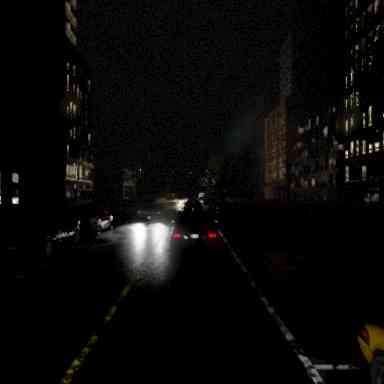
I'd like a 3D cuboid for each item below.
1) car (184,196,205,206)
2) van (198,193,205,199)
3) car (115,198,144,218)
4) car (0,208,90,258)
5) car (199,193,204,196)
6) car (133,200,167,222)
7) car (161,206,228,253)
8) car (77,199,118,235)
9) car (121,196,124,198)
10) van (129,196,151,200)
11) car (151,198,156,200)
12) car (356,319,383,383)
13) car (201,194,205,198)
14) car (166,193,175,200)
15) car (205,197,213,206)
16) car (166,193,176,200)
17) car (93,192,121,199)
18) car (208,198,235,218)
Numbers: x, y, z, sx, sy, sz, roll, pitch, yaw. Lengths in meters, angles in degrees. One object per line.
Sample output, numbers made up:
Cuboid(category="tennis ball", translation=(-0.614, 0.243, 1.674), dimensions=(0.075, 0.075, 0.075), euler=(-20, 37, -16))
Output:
Cuboid(category="car", translation=(0.110, 1.470, 34.476), dimensions=(1.812, 1.442, 4.674), euler=(0, 0, 0))
Cuboid(category="van", translation=(2.727, 1.188, 95.105), dimensions=(1.690, 1.788, 3.998), euler=(0, 0, 0))
Cuboid(category="car", translation=(-5.676, 1.478, 29.200), dimensions=(1.752, 1.417, 4.829), euler=(0, 0, 0))
Cuboid(category="car", translation=(-5.682, 1.524, 12.752), dimensions=(1.887, 1.381, 4.507), euler=(0, 0, 0))
Cuboid(category="car", translation=(2.724, 1.381, 89.724), dimensions=(1.752, 1.417, 4.829), euler=(0, 0, 0))
Cuboid(category="car", translation=(-3.091, 1.558, 26.239), dimensions=(1.895, 1.301, 4.718), euler=(0, 0, 0))
Cuboid(category="car", translation=(0.100, 1.525, 13.619), dimensions=(2.033, 1.411, 5.357), euler=(0, 0, 0))
Cuboid(category="car", translation=(-5.679, 1.411, 18.292), dimensions=(1.967, 1.590, 4.097), euler=(0, 0, 0))
Cuboid(category="car", translation=(-17.244, 1.252, 73.010), dimensions=(4.507, 1.381, 1.887), euler=(1, -1, -1))
Cuboid(category="van", translation=(-5.673, 1.285, 34.909), dimensions=(1.690, 1.788, 3.998), euler=(0, 0, 0))
Cuboid(category="car", translation=(-5.670, 1.492, 45.988), dimensions=(1.947, 1.339, 4.313), euler=(0, 0, 0))
Cuboid(category="car", translation=(2.695, 1.522, 1.841), dimensions=(1.752, 1.417, 4.829), euler=(0, 0, 0))
Cuboid(category="car", translation=(2.712, 1.482, 51.525), dimensions=(1.947, 1.339, 4.313), euler=(0, 0, 0))
Cuboid(category="car", translation=(-5.658, 1.447, 84.003), dimensions=(1.802, 1.307, 4.206), euler=(0, 0, 0))
Cuboid(category="car", translation=(2.707, 1.383, 34.907), dimensions=(1.967, 1.590, 4.097), euler=(0, 0, 0))
Cuboid(category="car", translation=(-5.655, 1.171, 89.554), dimensions=(2.192, 1.841, 5.009), euler=(0, 0, 0))
Cuboid(category="car", translation=(-17.126, 0.996, 64.634), dimensions=(5.009, 1.841, 2.192), euler=(1, -1, -1))
Cuboid(category="car", translation=(2.704, 1.497, 29.368), dimensions=(1.887, 1.381, 4.507), euler=(0, 0, 0))
